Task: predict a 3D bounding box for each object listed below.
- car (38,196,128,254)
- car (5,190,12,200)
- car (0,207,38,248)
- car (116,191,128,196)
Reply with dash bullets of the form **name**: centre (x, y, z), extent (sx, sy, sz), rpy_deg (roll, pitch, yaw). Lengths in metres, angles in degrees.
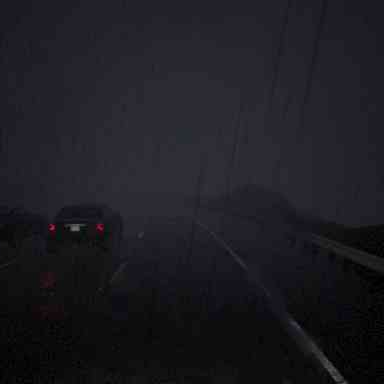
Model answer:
- **car**: centre (-3.989, 1.214, 13.098), extent (2.097, 1.767, 4.553), rpy_deg (0, 1, -4)
- **car**: centre (-29.404, 0.756, 52.617), extent (2.150, 2.045, 5.566), rpy_deg (0, 1, -17)
- **car**: centre (-7.546, 1.362, 13.867), extent (2.128, 1.511, 4.902), rpy_deg (0, 1, -4)
- **car**: centre (-17.602, 0.441, 83.242), extent (2.097, 1.767, 4.553), rpy_deg (-1, 1, -25)
